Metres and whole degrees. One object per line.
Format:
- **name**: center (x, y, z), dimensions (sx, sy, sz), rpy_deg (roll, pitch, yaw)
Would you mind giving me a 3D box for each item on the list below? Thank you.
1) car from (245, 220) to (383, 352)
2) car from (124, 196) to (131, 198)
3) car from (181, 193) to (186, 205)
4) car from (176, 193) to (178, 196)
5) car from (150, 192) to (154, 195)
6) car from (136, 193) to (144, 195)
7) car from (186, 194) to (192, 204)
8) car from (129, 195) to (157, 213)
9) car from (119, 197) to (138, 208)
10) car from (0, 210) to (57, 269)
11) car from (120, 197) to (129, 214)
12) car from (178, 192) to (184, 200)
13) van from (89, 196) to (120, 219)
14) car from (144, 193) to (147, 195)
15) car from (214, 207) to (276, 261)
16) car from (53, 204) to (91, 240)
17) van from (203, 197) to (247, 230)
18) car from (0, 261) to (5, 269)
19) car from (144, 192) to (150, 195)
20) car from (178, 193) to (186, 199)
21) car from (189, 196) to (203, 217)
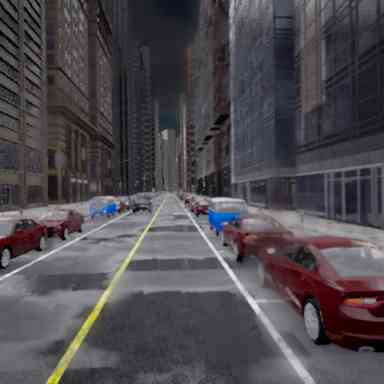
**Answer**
- **car**: center (2.477, 1.471, 6.146), dimensions (1.887, 1.381, 4.507), rpy_deg (-1, 0, -4)
- **car**: center (-8.122, 1.311, 39.153), dimensions (1.967, 1.590, 4.097), rpy_deg (-1, 0, -4)
- **car**: center (-0.310, 1.233, 50.876), dimensions (1.887, 1.381, 4.507), rpy_deg (-1, 0, -4)
- **car**: center (-2.052, 1.097, 78.832), dimensions (2.008, 1.369, 4.403), rpy_deg (-1, 0, -4)
- **car**: center (-10.213, 1.012, 72.697), dimensions (2.192, 1.841, 5.009), rpy_deg (-1, 0, -4)
- **car**: center (-8.819, 1.252, 50.335), dimensions (1.967, 1.590, 4.097), rpy_deg (-1, 0, -4)
- **car**: center (0.734, 1.217, 34.102), dimensions (1.967, 1.590, 4.097), rpy_deg (-1, 0, -4)
- **car**: center (-5.074, 1.403, 34.640), dimensions (2.033, 1.411, 5.357), rpy_deg (-1, 0, -4)
- **car**: center (-8.469, 1.408, 44.745), dimensions (1.947, 1.339, 4.313), rpy_deg (-1, 0, -4)
- **car**: center (-6.379, 1.564, 11.199), dimensions (1.887, 1.381, 4.507), rpy_deg (-1, 0, -4)
- **car**: center (-7.772, 1.483, 33.563), dimensions (1.802, 1.307, 4.206), rpy_deg (-1, 0, -4)
- **car**: center (-1.356, 1.167, 67.650), dimensions (1.947, 1.339, 4.313), rpy_deg (-1, 0, -4)
- **van**: center (-7.426, 1.272, 27.971), dimensions (1.690, 1.788, 3.998), rpy_deg (-1, 0, -4)
- **car**: center (-9.166, 1.349, 55.926), dimensions (1.947, 1.339, 4.313), rpy_deg (-1, 0, -4)
- **car**: center (2.128, 1.441, 11.737), dimensions (1.887, 1.381, 4.507), rpy_deg (-1, 0, -4)
- **car**: center (-6.727, 1.535, 16.791), dimensions (1.887, 1.381, 4.507), rpy_deg (-1, 0, -4)
- **van**: center (1.778, 1.207, 17.327), dimensions (1.690, 1.788, 3.998), rpy_deg (-1, 0, -4)
- **car**: center (-3.092, 1.583, 1.198), dimensions (2.033, 1.411, 5.357), rpy_deg (-1, 0, -4)
- **car**: center (-9.517, 1.069, 61.516), dimensions (2.192, 1.841, 5.009), rpy_deg (-1, 0, -4)
- **car**: center (-2.749, 1.074, 90.014), dimensions (1.802, 1.307, 4.206), rpy_deg (-1, 0, -4)
- **car**: center (1.083, 1.352, 28.512), dimensions (1.887, 1.381, 4.507), rpy_deg (-1, 0, -4)
